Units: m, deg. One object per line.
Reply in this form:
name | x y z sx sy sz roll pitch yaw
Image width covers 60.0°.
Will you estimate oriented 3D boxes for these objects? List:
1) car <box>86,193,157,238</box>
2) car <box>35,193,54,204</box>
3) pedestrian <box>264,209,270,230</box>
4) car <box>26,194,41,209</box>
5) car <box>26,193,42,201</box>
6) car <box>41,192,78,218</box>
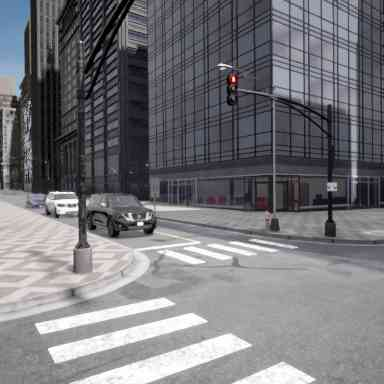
car | -3.944 1.103 17.730 2.150 2.045 5.566 -1 1 -34
car | -22.851 0.953 51.446 1.837 1.490 4.892 -1 1 -34
pedestrian | 3.906 1.374 17.249 0.500 1.100 0.500 0 0 -34
car | -18.036 1.185 38.637 2.033 1.411 5.357 -1 1 -34
car | -28.413 0.924 59.679 1.895 1.301 4.718 -1 1 -34
car | -10.632 0.993 27.640 2.150 2.045 5.566 -1 1 -34
